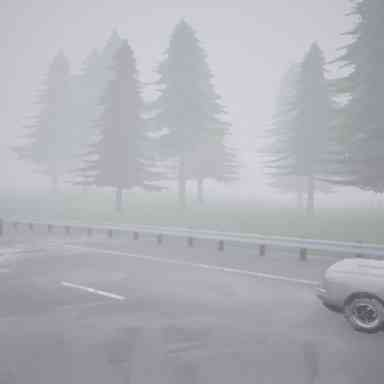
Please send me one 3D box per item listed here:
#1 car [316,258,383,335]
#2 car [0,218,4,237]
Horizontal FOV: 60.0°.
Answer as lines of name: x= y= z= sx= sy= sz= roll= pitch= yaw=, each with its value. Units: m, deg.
car: x=4.477 y=1.596 z=5.047 sx=4.718 sy=1.301 sz=1.895 roll=0 pitch=0 yaw=35
car: x=-10.431 y=1.398 z=14.681 sx=5.008 sy=1.535 sz=1.882 roll=0 pitch=0 yaw=31
